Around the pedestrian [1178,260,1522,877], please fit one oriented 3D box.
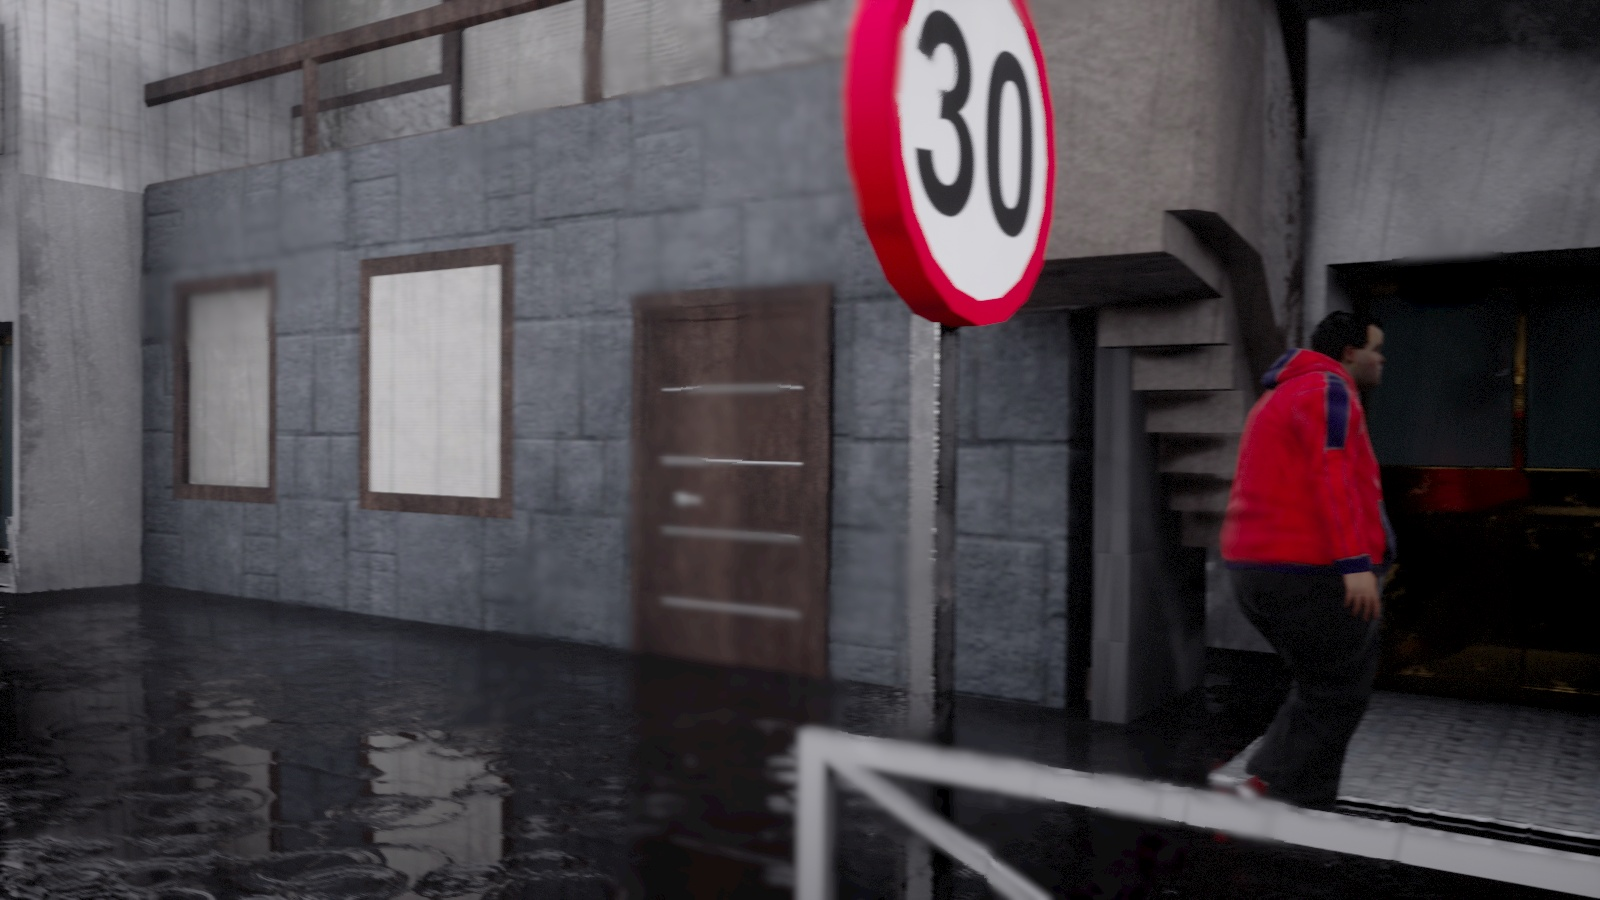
[{"bbox_3d":[1.758,0.355,4.133,0.899,1.844,0.634,0,1,9],"label":"pedestrian"}]
